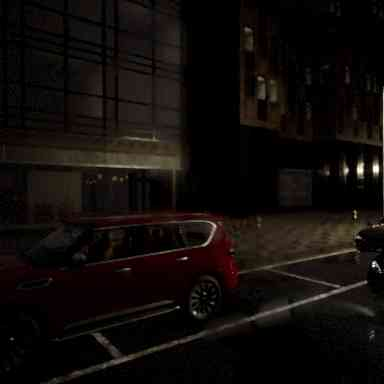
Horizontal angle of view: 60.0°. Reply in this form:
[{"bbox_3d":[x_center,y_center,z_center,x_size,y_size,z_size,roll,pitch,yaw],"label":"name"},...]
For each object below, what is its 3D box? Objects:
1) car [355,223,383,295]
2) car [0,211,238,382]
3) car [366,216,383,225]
[{"bbox_3d":[5.824,1.478,7.451,4.674,1.442,1.812,0,0,-35],"label":"car"},{"bbox_3d":[-1.447,1.305,5.616,5.009,1.841,2.192,0,0,-36],"label":"car"},{"bbox_3d":[7.686,1.481,12.134,4.403,1.369,2.008,0,0,-36],"label":"car"}]
